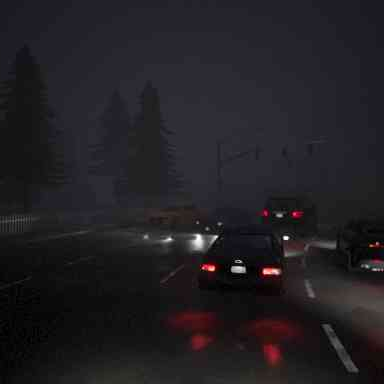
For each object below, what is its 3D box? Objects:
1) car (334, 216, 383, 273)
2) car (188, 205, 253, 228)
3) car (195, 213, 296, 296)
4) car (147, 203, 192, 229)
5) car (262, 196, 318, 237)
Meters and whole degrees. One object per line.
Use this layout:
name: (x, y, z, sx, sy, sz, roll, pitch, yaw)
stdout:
car: (5.691, 1.506, 10.373, 1.837, 1.490, 4.892, 0, 0, 18)
car: (2.163, 1.590, 20.172, 2.033, 1.411, 5.357, 0, 0, 30)
car: (1.539, 1.547, 8.858, 2.033, 1.411, 5.357, 0, 0, 15)
car: (-0.943, 1.483, 21.772, 1.882, 1.535, 5.008, 0, 0, 30)
car: (5.474, 1.221, 18.308, 2.150, 2.045, 5.566, 0, 0, 28)
